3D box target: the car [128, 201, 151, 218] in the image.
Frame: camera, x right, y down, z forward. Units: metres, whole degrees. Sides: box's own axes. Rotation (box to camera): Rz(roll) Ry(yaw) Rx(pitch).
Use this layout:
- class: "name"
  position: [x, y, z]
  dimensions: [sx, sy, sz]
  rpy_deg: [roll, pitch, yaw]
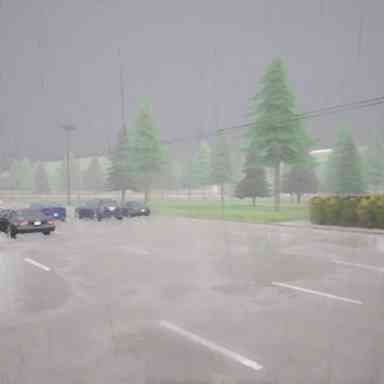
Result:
- class: "car"
  position: [-5.445, 1.496, 29.095]
  dimensions: [1.994, 1.385, 4.181]
  rpy_deg: [0, 0, -43]

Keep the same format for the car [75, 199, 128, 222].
- class: "car"
  position: [-7.338, 1.296, 25.990]
  dimensions: [2.097, 1.767, 4.553]
  rpy_deg: [0, 0, -43]

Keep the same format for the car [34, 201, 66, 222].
- class: "car"
  position: [-11.183, 1.432, 24.982]
  dimensions: [1.882, 1.535, 5.008]
  rpy_deg: [0, 0, -43]

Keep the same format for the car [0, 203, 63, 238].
- class: "car"
  position: [-8.966, 1.517, 17.471]
  dimensions: [2.033, 1.411, 5.357]
  rpy_deg: [0, 0, -43]
